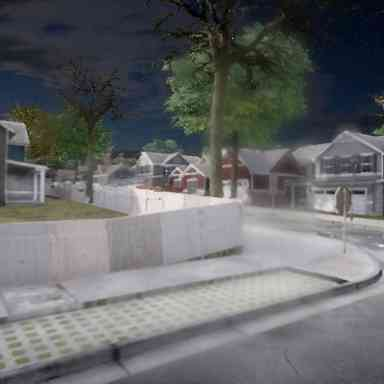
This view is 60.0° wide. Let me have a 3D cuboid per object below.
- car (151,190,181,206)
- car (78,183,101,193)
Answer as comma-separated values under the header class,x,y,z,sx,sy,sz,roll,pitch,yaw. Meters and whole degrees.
class,x,y,z,sx,sy,sz,roll,pitch,yaw
car,-1.765,0.629,27.670,1.837,1.490,4.892,1,2,-34
car,-14.343,-0.447,46.516,2.097,1.767,4.553,1,2,-34
